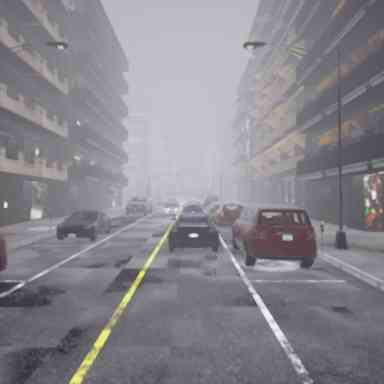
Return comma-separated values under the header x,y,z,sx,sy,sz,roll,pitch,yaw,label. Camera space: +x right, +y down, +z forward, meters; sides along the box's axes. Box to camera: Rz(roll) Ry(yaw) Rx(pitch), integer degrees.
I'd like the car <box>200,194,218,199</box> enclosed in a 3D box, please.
x,y,z,sx,sy,sz,roll,pitch,yaw,label
2.563,1.351,44.480,2.192,1.841,5.009,1,0,0,car

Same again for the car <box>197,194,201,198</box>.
x,y,z,sx,sy,sz,roll,pitch,yaw,label
2.606,1.486,93.724,2.192,1.841,5.009,1,0,0,car

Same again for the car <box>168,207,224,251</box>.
x,y,z,sx,sy,sz,roll,pitch,yaw,label
0.074,1.562,14.181,1.994,1.385,4.181,0,0,0,car

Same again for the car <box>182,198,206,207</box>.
x,y,z,sx,sy,sz,roll,pitch,yaw,label
0.079,1.536,29.895,1.812,1.442,4.674,0,0,0,car

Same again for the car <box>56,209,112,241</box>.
x,y,z,sx,sy,sz,roll,pitch,yaw,label
-5.293,1.565,16.884,1.947,1.339,4.313,1,0,0,car

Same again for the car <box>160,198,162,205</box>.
x,y,z,sx,sy,sz,roll,pitch,yaw,label
-5.287,1.646,55.599,1.802,1.307,4.206,1,0,0,car

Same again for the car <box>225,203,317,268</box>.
x,y,z,sx,sy,sz,roll,pitch,yaw,label
2.558,1.313,11.291,2.192,1.841,5.009,1,0,0,car

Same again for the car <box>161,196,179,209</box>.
x,y,z,sx,sy,sz,roll,pitch,yaw,label
-2.825,1.606,47.143,1.994,1.385,4.181,0,0,0,car

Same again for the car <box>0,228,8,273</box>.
x,y,z,sx,sy,sz,roll,pitch,yaw,label
-5.289,1.313,5.821,2.192,1.841,5.009,1,0,0,car

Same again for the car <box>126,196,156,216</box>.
x,y,z,sx,sy,sz,roll,pitch,yaw,label
-5.285,1.330,33.474,2.192,1.841,5.009,1,0,0,car

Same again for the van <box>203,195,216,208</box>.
x,y,z,sx,sy,sz,roll,pitch,yaw,label
2.563,1.390,50.012,1.690,1.788,3.998,1,0,0,van

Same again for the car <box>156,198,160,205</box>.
x,y,z,sx,sy,sz,roll,pitch,yaw,label
-5.289,1.569,39.005,1.887,1.381,4.507,1,0,0,car

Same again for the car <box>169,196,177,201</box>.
x,y,z,sx,sy,sz,roll,pitch,yaw,label
-5.279,1.737,93.679,1.947,1.339,4.313,1,0,0,car

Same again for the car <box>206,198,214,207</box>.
x,y,z,sx,sy,sz,roll,pitch,yaw,label
2.556,1.597,33.417,1.802,1.307,4.206,1,0,0,car

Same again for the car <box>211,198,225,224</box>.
x,y,z,sx,sy,sz,roll,pitch,yaw,label
2.557,1.443,22.355,1.967,1.590,4.097,1,0,0,car
